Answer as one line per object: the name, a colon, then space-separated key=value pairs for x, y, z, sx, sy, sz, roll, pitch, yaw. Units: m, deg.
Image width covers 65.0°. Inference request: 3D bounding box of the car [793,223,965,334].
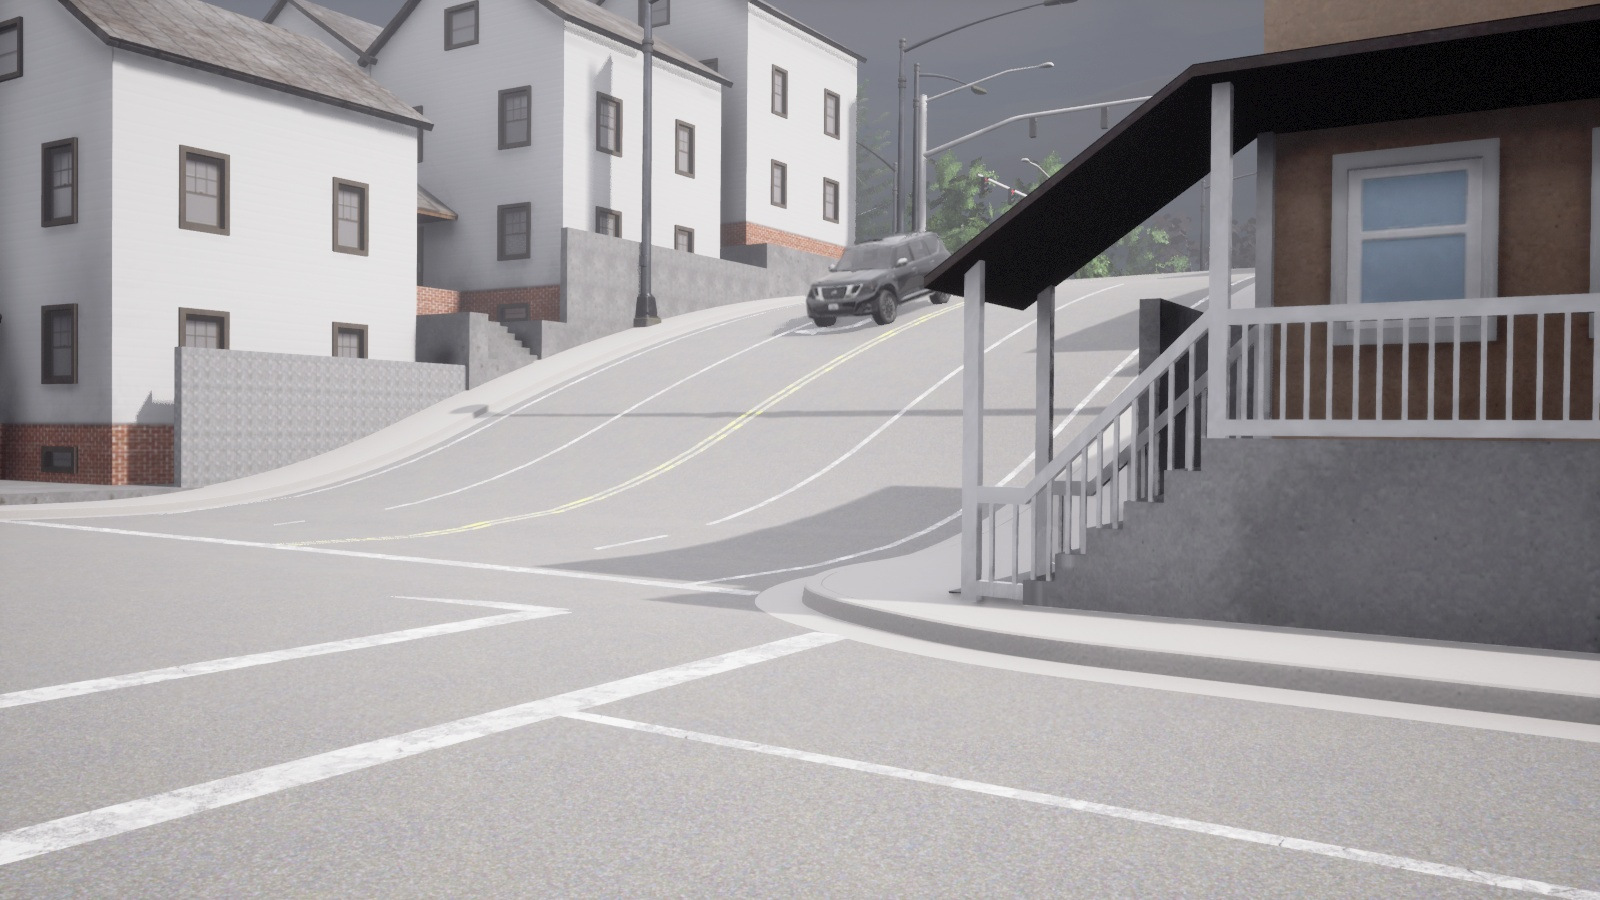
car: x=2.326 y=-4.823 z=34.814 sx=2.150 sy=2.045 sz=5.566 roll=0 pitch=15 yaw=33
